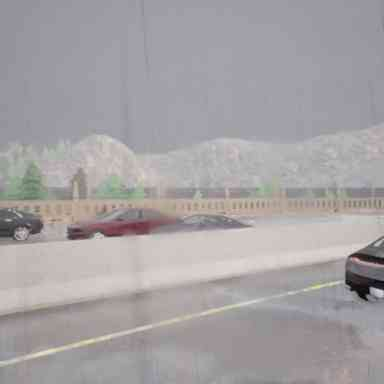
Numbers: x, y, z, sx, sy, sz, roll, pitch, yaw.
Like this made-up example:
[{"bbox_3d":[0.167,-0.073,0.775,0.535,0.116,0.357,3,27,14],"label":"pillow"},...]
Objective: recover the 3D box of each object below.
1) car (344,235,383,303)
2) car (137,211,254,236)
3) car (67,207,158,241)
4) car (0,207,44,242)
[{"bbox_3d":[5.216,1.476,6.792,4.902,1.511,2.128,0,0,-30],"label":"car"},{"bbox_3d":[0.409,1.518,12.296,4.181,1.385,1.994,0,0,-30],"label":"car"},{"bbox_3d":[-2.780,1.417,14.443,5.008,1.535,1.882,0,0,-31],"label":"car"},{"bbox_3d":[-9.115,1.431,14.478,4.892,1.490,1.837,0,0,-34],"label":"car"}]
